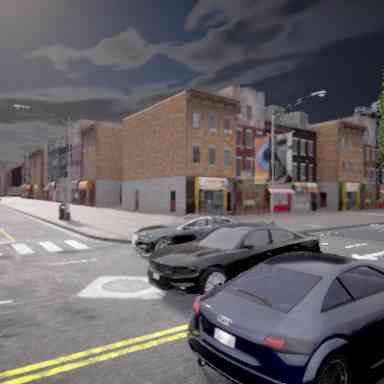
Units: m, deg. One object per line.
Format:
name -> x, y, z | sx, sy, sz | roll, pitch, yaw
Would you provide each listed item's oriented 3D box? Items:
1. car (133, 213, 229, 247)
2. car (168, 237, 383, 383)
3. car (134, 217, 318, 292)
car -> 0.198, 1.613, 13.032 | 4.902, 1.511, 2.128 | 0, 0, -18
car -> 1.992, 1.602, 4.860 | 4.181, 1.385, 1.994 | 0, -1, -36
car -> 1.267, 1.550, 8.587 | 5.008, 1.535, 1.882 | 0, -1, -35
